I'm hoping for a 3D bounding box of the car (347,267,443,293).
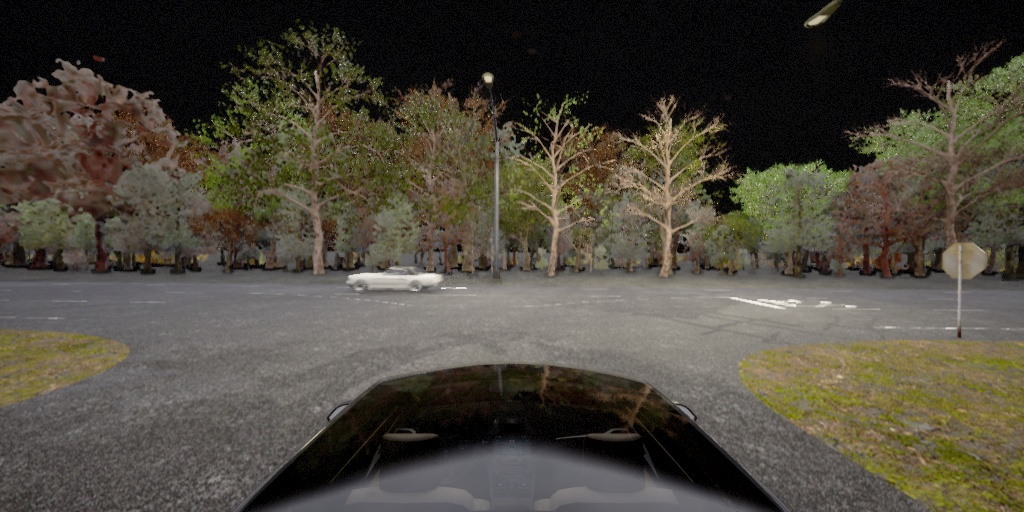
[{"bbox_3d":[-6.234,1.235,19.274,4.718,1.301,1.895,0,0,2],"label":"car"}]
